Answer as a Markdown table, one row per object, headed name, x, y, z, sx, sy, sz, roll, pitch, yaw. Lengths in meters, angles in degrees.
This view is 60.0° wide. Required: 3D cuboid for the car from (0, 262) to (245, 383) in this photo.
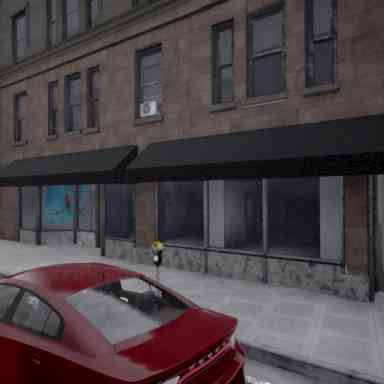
| name | x | y | z | sx | sy | sz | roll | pitch | yaw |
| --- | --- | --- | --- | --- | --- | --- | --- | --- | --- |
| car | -1.591 | 1.545 | 3.983 | 4.507 | 1.381 | 1.887 | 0 | 0 | 35 |
